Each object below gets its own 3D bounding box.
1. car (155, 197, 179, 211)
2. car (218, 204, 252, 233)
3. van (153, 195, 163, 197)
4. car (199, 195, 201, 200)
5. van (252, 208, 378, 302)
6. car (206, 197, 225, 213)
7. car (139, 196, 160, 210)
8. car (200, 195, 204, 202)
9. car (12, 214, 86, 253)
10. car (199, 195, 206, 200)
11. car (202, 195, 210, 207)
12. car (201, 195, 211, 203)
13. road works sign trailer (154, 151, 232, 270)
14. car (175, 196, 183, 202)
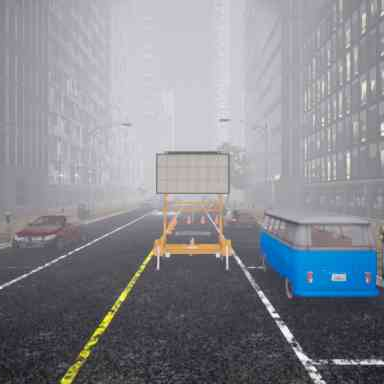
[{"bbox_3d":[-2.994,1.598,40.687,1.895,1.301,4.718,0,0,0],"label":"car"},{"bbox_3d":[2.740,1.581,19.360,1.802,1.307,4.206,0,0,0],"label":"car"},{"bbox_3d":[-5.548,1.328,53.541,1.690,1.788,3.998,0,0,0],"label":"van"},{"bbox_3d":[2.863,1.410,64.900,1.967,1.590,4.097,0,0,0],"label":"car"},{"bbox_3d":[2.709,1.341,7.976,1.690,1.788,3.998,0,0,0],"label":"van"},{"bbox_3d":[2.786,1.581,36.438,1.802,1.307,4.206,0,0,0],"label":"car"},{"bbox_3d":[-5.580,1.548,42.156,2.008,1.369,4.403,0,0,0],"label":"car"},{"bbox_3d":[2.832,1.538,53.515,2.008,1.369,4.403,0,0,0],"label":"car"},{"bbox_3d":[-5.656,1.582,13.693,1.802,1.307,4.206,0,0,0],"label":"car"},{"bbox_3d":[2.939,1.463,93.362,1.887,1.381,4.507,0,0,0],"label":"car"},{"bbox_3d":[2.817,1.544,47.822,2.008,1.369,4.403,0,0,0],"label":"car"},{"bbox_3d":[2.878,1.401,70.592,1.967,1.590,4.097,0,0,0],"label":"car"},{"bbox_3d":[0.027,0.464,11.002,2.380,3.560,2.880,0,0,0],"label":"road works sign trailer"},{"bbox_3d":[-2.826,1.494,66.157,1.812,1.442,4.674,0,0,0],"label":"car"}]
